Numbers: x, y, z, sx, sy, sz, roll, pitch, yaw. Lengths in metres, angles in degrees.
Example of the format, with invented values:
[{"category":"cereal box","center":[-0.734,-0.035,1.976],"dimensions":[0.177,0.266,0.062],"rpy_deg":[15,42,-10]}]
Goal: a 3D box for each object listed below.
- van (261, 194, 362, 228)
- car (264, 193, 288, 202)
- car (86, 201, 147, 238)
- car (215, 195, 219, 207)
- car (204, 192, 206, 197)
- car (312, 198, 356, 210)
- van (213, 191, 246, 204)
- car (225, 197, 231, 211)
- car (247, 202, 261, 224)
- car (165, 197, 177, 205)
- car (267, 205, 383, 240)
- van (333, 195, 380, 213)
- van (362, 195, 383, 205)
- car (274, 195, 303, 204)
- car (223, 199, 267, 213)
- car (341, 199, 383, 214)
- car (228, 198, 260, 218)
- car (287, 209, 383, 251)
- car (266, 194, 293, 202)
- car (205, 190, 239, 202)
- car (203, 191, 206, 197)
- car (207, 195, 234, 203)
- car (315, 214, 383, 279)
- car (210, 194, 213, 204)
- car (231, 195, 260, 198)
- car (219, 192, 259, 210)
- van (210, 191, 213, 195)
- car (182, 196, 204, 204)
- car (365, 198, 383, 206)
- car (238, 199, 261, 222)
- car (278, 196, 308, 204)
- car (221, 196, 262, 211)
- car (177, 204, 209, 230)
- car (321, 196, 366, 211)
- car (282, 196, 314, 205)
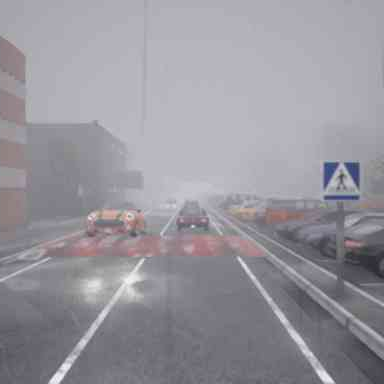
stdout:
[{"category":"van","center":[6.246,1.246,17.737],"dimensions":[4.442,1.987,1.878],"rpy_deg":[0,0,-1]},{"category":"car","center":[18.122,1.128,71.603],"dimensions":[4.553,1.767,2.185],"rpy_deg":[0,1,-1]},{"category":"car","center":[-3.383,1.211,15.689],"dimensions":[2.097,1.767,4.553],"rpy_deg":[0,-6,0]},{"category":"car","center":[5.862,1.547,43.165],"dimensions":[5.008,1.535,2.097],"rpy_deg":[0,0,-1]},{"category":"car","center":[5.549,1.254,74.266],"dimensions":[4.674,1.452,2.002],"rpy_deg":[0,1,-1]},{"category":"car","center":[18.469,1.575,43.349],"dimensions":[4.792,1.488,2.163],"rpy_deg":[0,0,-1]},{"category":"van","center":[5.895,1.314,51.782],"dimensions":[4.442,1.987,1.878],"rpy_deg":[0,1,-1]},{"category":"car","center":[6.169,1.510,31.865],"dimensions":[5.366,1.575,1.946],"rpy_deg":[0,0,-1]},{"category":"car","center":[6.098,1.520,20.561],"dimensions":[4.674,1.452,2.002],"rpy_deg":[0,0,-1]},{"category":"car","center":[-3.671,1.540,58.494],"dimensions":[1.994,1.385,4.181],"rpy_deg":[0,1,0]},{"category":"car","center":[6.129,1.493,14.910],"dimensions":[4.792,1.488,2.163],"rpy_deg":[0,0,-1]},{"category":"van","center":[18.611,1.303,37.707],"dimensions":[4.442,1.987,1.878],"rpy_deg":[0,0,-1]},{"category":"van","center":[18.666,1.286,32.057],"dimensions":[4.442,1.987,1.878],"rpy_deg":[0,0,-1]},{"category":"car","center":[18.246,1.378,63.136],"dimensions":[4.892,1.521,2.231],"rpy_deg":[0,1,-1]},{"category":"car","center":[5.928,1.570,37.514],"dimensions":[4.674,1.452,2.002],"rpy_deg":[0,0,-1]},{"category":"car","center":[18.529,1.521,34.880],"dimensions":[4.892,1.521,2.231],"rpy_deg":[0,0,-1]},{"category":"car","center":[5.856,1.494,26.210],"dimensions":[5.366,1.575,1.946],"rpy_deg":[0,0,-1]},{"category":"car","center":[6.190,1.495,12.084],"dimensions":[4.674,1.452,2.002],"rpy_deg":[0,0,-1]},{"category":"car","center":[18.176,1.293,68.907],"dimensions":[5.008,1.535,2.097],"rpy_deg":[0,1,-1]},{"category":"car","center":[5.664,1.170,60.135],"dimensions":[5.566,2.045,2.435],"rpy_deg":[0,1,-1]},{"category":"car","center":[5.546,1.203,77.093],"dimensions":[4.792,1.488,2.163],"rpy_deg":[0,1,-1]},{"category":"car","center":[5.628,1.339,65.789],"dimensions":[5.008,1.535,2.097],"rpy_deg":[0,1,-1]},{"category":"car","center":[6.214,1.486,9.259],"dimensions":[4.674,1.452,2.002],"rpy_deg":[0,0,-1]},{"category":"car","center":[5.753,1.544,54.490],"dimensions":[4.674,1.452,2.002],"rpy_deg":[0,1,-1]},{"category":"car","center":[6.044,1.379,29.038],"dimensions":[4.553,1.767,2.185],"rpy_deg":[0,0,-1]},{"category":"car","center":[5.983,1.271,34.690],"dimensions":[5.566,2.045,2.435],"rpy_deg":[0,0,-1]},{"category":"van","center":[5.838,1.237,57.312],"dimensions":[4.442,1.987,1.878],"rpy_deg":[0,1,-1]},{"category":"car","center":[-0.070,1.553,38.998],"dimensions":[2.128,1.511,4.902],"rpy_deg":[0,0,0]},{"category":"car","center":[18.583,1.503,29.358],"dimensions":[5.008,1.535,2.097],"rpy_deg":[0,0,-1]},{"category":"car","center":[6.257,1.485,23.388],"dimensions":[5.366,1.575,1.946],"rpy_deg":[0,0,-1]},{"category":"car","center":[18.237,1.446,60.437],"dimensions":[4.792,1.488,2.163],"rpy_deg":[0,1,-1]},{"category":"car","center":[5.927,1.413,40.341],"dimensions":[4.553,1.767,2.185],"rpy_deg":[0,0,-1]},{"category":"car","center":[0.045,1.648,21.146],"dimensions":[1.895,1.301,4.718],"rpy_deg":[0,0,0]},{"category":"car","center":[18.433,1.411,40.652],"dimensions":[4.553,1.767,2.185],"rpy_deg":[0,0,-1]},{"category":"car","center":[18.265,1.488,57.614],"dimensions":[4.792,1.488,2.163],"rpy_deg":[0,1,-1]}]
